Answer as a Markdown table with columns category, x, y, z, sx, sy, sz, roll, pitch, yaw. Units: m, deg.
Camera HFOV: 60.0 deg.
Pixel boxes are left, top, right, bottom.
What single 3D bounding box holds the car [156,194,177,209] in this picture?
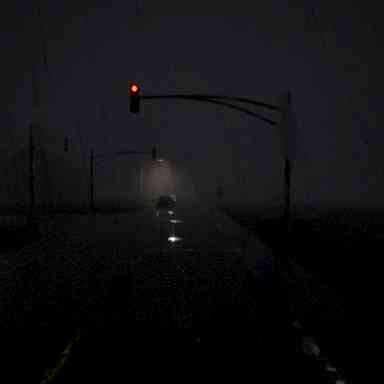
| category | x | y | z | sx | sy | sz | roll | pitch | yaw |
| --- | --- | --- | --- | --- | --- | --- | --- | --- | --- |
| car | -3.523 | 1.278 | 43.711 | 2.097 | 1.767 | 4.553 | 0 | 0 | 0 |

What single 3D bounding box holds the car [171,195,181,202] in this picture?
| category | x | y | z | sx | sy | sz | roll | pitch | yaw |
| --- | --- | --- | --- | --- | --- | --- | --- | --- | --- |
| car | -3.392 | 1.383 | 69.854 | 1.812 | 1.442 | 4.674 | 0 | 0 | 0 |

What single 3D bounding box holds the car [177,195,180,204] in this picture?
| category | x | y | z | sx | sy | sz | roll | pitch | yaw |
| --- | --- | --- | --- | --- | --- | --- | --- | --- | --- |
| car | -3.499 | 1.254 | 55.210 | 2.097 | 1.767 | 4.553 | 0 | 0 | 0 |
